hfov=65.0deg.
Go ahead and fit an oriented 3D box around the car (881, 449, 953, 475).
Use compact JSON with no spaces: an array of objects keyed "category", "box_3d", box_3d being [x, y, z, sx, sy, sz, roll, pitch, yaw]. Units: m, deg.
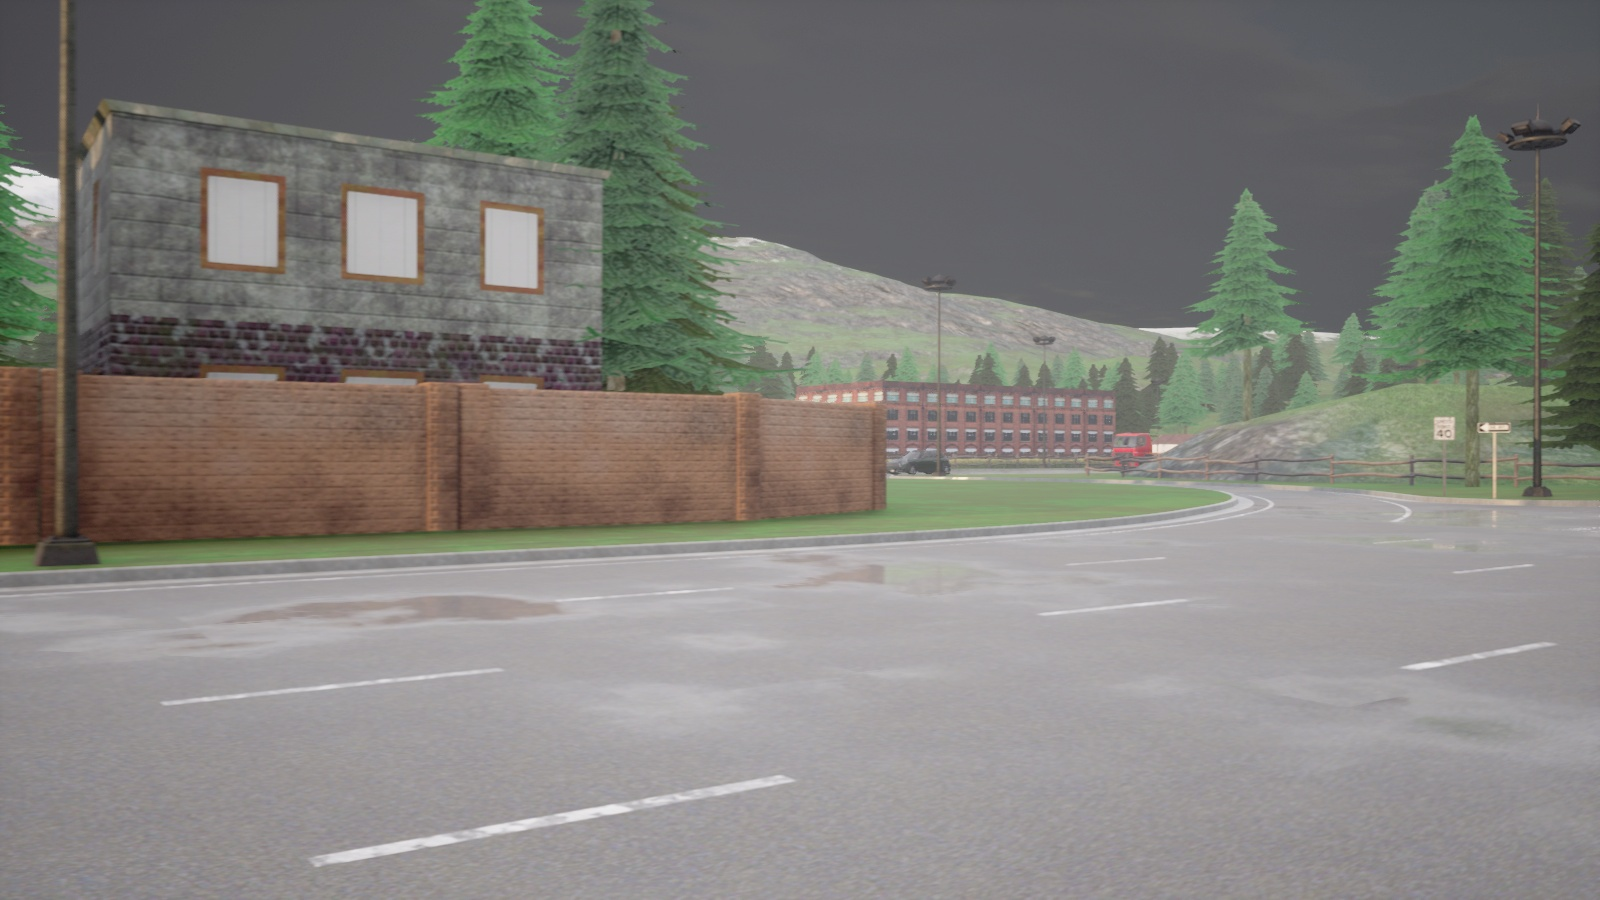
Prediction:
[{"category":"car","box_3d":[7.990,0.796,85.498,4.553,1.767,2.097,0,0,-35]}]
